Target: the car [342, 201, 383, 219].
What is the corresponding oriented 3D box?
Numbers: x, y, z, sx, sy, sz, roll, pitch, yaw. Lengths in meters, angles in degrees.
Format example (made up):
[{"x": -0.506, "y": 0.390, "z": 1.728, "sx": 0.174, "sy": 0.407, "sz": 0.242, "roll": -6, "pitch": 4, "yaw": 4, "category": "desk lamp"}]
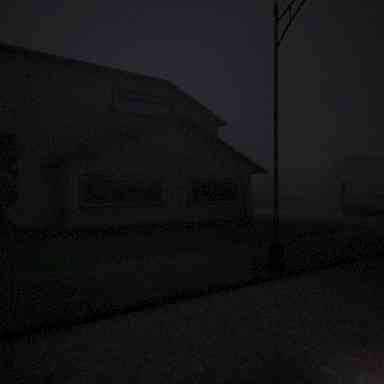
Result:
[{"x": 14.513, "y": 1.491, "z": 26.586, "sx": 2.128, "sy": 1.511, "sz": 4.902, "roll": 0, "pitch": 0, "yaw": -35, "category": "car"}]
